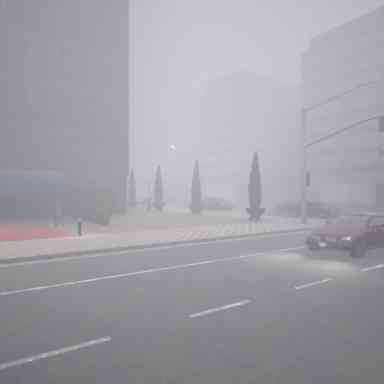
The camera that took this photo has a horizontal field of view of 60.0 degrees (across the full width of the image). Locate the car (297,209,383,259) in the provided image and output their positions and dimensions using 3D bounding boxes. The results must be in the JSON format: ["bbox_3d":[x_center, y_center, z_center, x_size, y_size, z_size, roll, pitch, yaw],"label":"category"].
[{"bbox_3d":[6.363,1.526,12.765,4.674,1.442,1.812,0,0,-36],"label":"car"}]

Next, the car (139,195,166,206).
[{"bbox_3d":[-6.657,1.601,53.632,1.895,1.301,4.718,0,0,-35],"label":"car"}]

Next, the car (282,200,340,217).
[{"bbox_3d":[10.628,1.505,28.841,1.837,1.490,4.892,0,0,-35],"label":"car"}]

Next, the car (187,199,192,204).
[{"bbox_3d":[0.921,1.564,61.417,1.994,1.385,4.181,0,0,-34],"label":"car"}]

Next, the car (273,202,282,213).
[{"bbox_3d":[10.616,1.563,34.986,1.994,1.385,4.181,0,0,-35],"label":"car"}]

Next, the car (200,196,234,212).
[{"bbox_3d":[2.953,1.351,39.832,2.097,1.767,4.553,0,0,-35],"label":"car"}]

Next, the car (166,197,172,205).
[{"bbox_3d":[-6.081,1.351,58.957,2.097,1.767,4.553,0,0,-35],"label":"car"}]

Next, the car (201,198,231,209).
[{"bbox_3d":[3.249,1.564,45.525,1.994,1.385,4.181,0,0,-35],"label":"car"}]

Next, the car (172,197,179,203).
[{"bbox_3d":[-4.736,1.600,69.582,1.895,1.301,4.718,0,0,-34],"label":"car"}]
